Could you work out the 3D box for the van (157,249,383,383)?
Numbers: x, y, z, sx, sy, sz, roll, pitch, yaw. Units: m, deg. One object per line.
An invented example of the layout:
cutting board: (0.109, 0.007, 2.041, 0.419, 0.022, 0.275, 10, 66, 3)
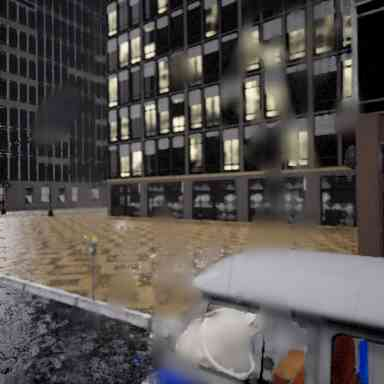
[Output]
van: (1.583, 1.337, 1.749, 3.998, 1.788, 1.690, -1, -1, 35)
